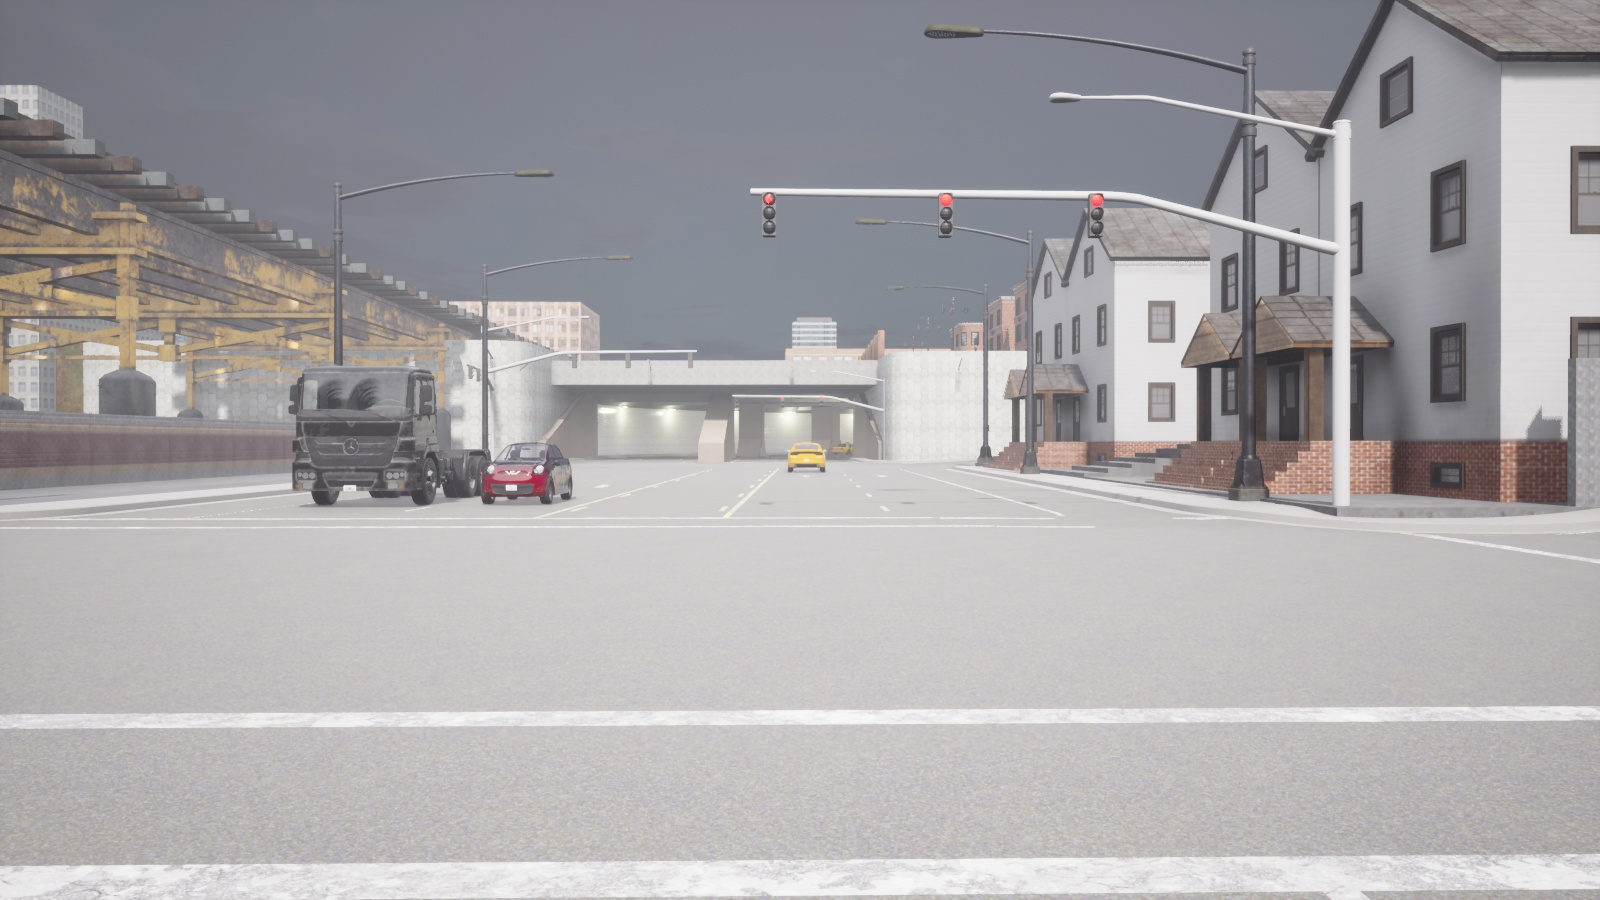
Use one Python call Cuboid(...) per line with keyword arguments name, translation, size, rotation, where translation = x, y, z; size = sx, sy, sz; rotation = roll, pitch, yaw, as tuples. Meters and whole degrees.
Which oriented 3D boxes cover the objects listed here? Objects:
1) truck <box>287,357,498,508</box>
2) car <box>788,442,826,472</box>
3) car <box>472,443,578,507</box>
Cuboid(name="truck", translation=(-10.319, -0.429, 32.822), size=(2.891, 3.462, 7.936), rotation=(0, 0, 0))
Cuboid(name="car", translation=(0.343, 0.357, 65.103), size=(1.882, 1.535, 5.008), rotation=(0, 0, 0))
Cuboid(name="car", translation=(-6.827, 0.577, 31.538), size=(1.845, 1.501, 3.633), rotation=(0, 0, 0))
